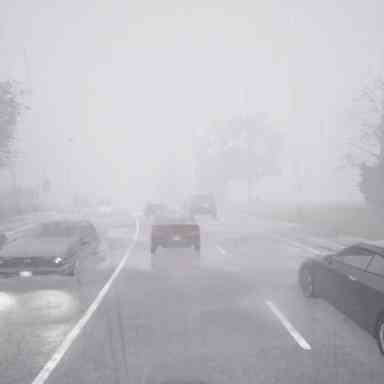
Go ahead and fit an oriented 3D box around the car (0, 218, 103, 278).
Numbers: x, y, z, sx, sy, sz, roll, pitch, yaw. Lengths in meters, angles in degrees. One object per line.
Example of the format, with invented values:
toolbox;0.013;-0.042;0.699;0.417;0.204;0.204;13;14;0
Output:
car;-4.119;1.554;10.500;2.033;1.411;5.357;0;0;-4

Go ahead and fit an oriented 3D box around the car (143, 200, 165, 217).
car;-3.495;1.481;31.017;1.882;1.535;5.008;0;0;-12

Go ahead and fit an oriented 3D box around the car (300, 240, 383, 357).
car;3.363;1.518;5.494;1.812;1.442;4.674;0;0;-2

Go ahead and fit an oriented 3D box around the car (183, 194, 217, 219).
car;0.573;1.221;28.800;2.150;2.045;5.566;0;0;-11

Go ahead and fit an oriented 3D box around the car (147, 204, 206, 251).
car;-0.768;1.478;14.125;1.882;1.535;5.008;0;0;-5

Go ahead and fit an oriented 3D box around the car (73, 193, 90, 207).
car;-17.131;1.230;51.387;2.150;2.045;5.566;0;0;-21

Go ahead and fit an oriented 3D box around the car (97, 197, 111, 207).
car;-13.994;1.501;52.888;2.128;1.511;4.902;0;0;-21
